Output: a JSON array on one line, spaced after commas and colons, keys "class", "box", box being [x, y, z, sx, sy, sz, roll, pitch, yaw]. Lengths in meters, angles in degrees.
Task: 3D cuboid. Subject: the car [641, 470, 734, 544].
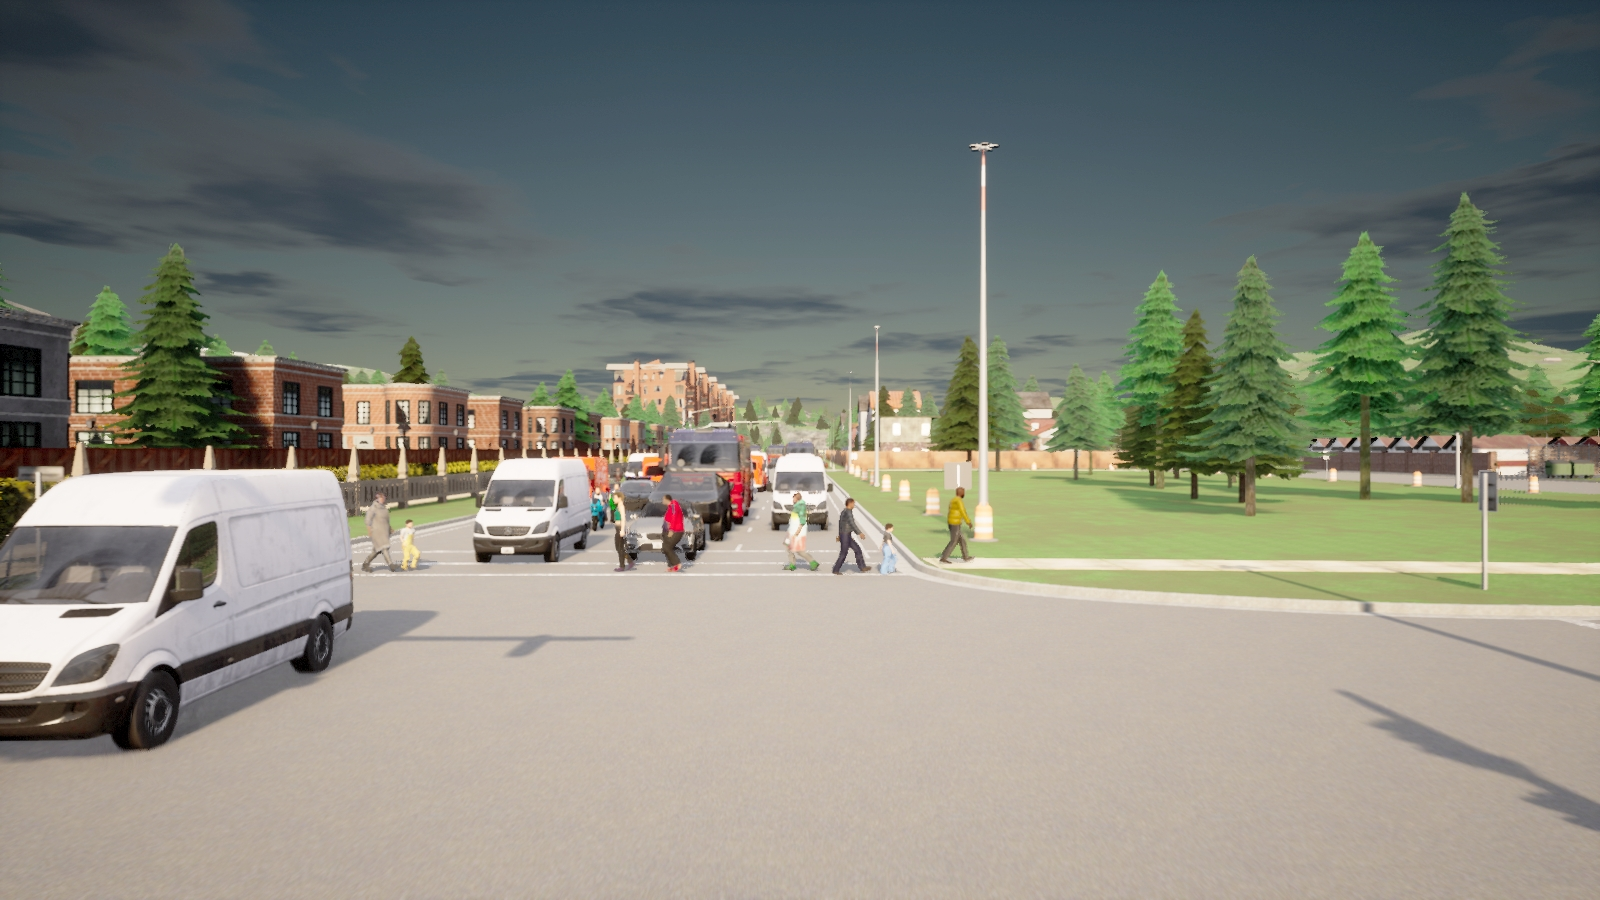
[{"class": "car", "box": [-3.499, 1.744, 36.934, 2.390, 2.098, 6.274, 0, 0, 0]}]

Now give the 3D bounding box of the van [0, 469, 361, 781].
[{"class": "van", "box": [-6.996, 1.531, 12.663, 1.988, 2.561, 5.915, 0, 0, 0]}]

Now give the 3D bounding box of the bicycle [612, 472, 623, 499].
[{"class": "bicycle", "box": [-10.492, 2.043, 65.650, 0.329, 1.471, 1.835, 0, 0, 0]}]

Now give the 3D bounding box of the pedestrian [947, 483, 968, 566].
[{"class": "pedestrian", "box": [3.601, 1.689, 26.130, 0.375, 1.860, 0.375, 0, 0, -13]}]

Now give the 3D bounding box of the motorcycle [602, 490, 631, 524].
[{"class": "motorcycle", "box": [-6.998, 2.175, 43.688, 0.803, 1.199, 2.033, 0, 0, 0]}]

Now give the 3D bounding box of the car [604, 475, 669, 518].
[{"class": "car", "box": [-6.998, 1.969, 49.447, 2.097, 1.638, 5.238, 0, 0, 0]}]

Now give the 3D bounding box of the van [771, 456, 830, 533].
[{"class": "van", "box": [0.005, 1.524, 41.394, 1.988, 2.561, 5.915, 0, 0, 0]}]

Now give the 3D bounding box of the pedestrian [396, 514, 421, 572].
[{"class": "pedestrian", "box": [-8.976, 2.121, 26.202, 0.375, 1.300, 0.375, 0, 0, 33]}]

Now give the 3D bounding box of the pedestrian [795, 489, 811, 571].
[{"class": "pedestrian", "box": [0.067, 1.841, 26.340, 0.375, 1.860, 0.375, 0, 0, -2]}]

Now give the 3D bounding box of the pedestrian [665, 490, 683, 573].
[{"class": "pedestrian", "box": [-2.863, 1.841, 25.934, 0.375, 1.860, 0.375, 0, 0, -11]}]

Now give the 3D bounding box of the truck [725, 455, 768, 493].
[{"class": "truck", "box": [-3.495, 1.553, 75.606, 2.627, 2.467, 5.204, 0, 0, 0]}]

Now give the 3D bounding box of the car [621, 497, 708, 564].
[{"class": "car", "box": [-3.501, 2.057, 30.230, 1.816, 1.474, 4.193, 0, 0, 0]}]

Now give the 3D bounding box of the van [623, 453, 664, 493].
[{"class": "van", "box": [-10.493, 1.513, 76.924, 1.988, 2.561, 5.915, 0, 0, 0]}]

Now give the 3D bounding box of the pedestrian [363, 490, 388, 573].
[{"class": "pedestrian", "box": [-9.683, 1.841, 26.086, 0.375, 1.860, 0.375, 0, 0, 19]}]

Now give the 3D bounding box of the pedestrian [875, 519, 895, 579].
[{"class": "pedestrian", "box": [1.905, 2.212, 25.639, 0.375, 1.300, 0.375, 0, 0, -7]}]

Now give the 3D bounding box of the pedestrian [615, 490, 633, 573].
[{"class": "pedestrian", "box": [-4.003, 1.841, 26.026, 0.375, 1.860, 0.375, 0, 0, -13]}]

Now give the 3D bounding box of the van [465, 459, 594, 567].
[{"class": "van", "box": [-6.995, 1.527, 30.247, 1.988, 2.561, 5.915, 0, 0, 0]}]

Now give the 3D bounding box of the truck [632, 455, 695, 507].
[{"class": "truck", "box": [-6.995, 1.546, 59.145, 2.627, 2.467, 5.204, 0, 0, 0]}]

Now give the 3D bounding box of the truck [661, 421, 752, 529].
[{"class": "truck", "box": [-3.494, 0.879, 44.781, 2.891, 3.827, 8.468, 0, 0, 0]}]

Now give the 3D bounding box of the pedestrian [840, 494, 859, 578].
[{"class": "pedestrian", "box": [1.107, 1.928, 25.628, 0.375, 1.860, 0.375, 0, 0, -5]}]

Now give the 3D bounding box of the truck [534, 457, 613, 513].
[{"class": "truck", "box": [-10.497, 1.554, 53.415, 2.627, 2.467, 5.204, 0, 0, 0]}]
